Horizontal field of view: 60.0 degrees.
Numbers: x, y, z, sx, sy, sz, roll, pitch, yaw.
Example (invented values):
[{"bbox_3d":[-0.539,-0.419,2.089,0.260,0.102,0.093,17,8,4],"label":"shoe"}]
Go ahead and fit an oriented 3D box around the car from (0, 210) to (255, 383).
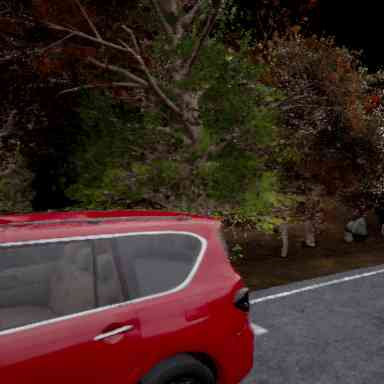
[{"bbox_3d":[-1.977,1.223,2.588,5.566,2.045,2.150,0,0,-35],"label":"car"}]
